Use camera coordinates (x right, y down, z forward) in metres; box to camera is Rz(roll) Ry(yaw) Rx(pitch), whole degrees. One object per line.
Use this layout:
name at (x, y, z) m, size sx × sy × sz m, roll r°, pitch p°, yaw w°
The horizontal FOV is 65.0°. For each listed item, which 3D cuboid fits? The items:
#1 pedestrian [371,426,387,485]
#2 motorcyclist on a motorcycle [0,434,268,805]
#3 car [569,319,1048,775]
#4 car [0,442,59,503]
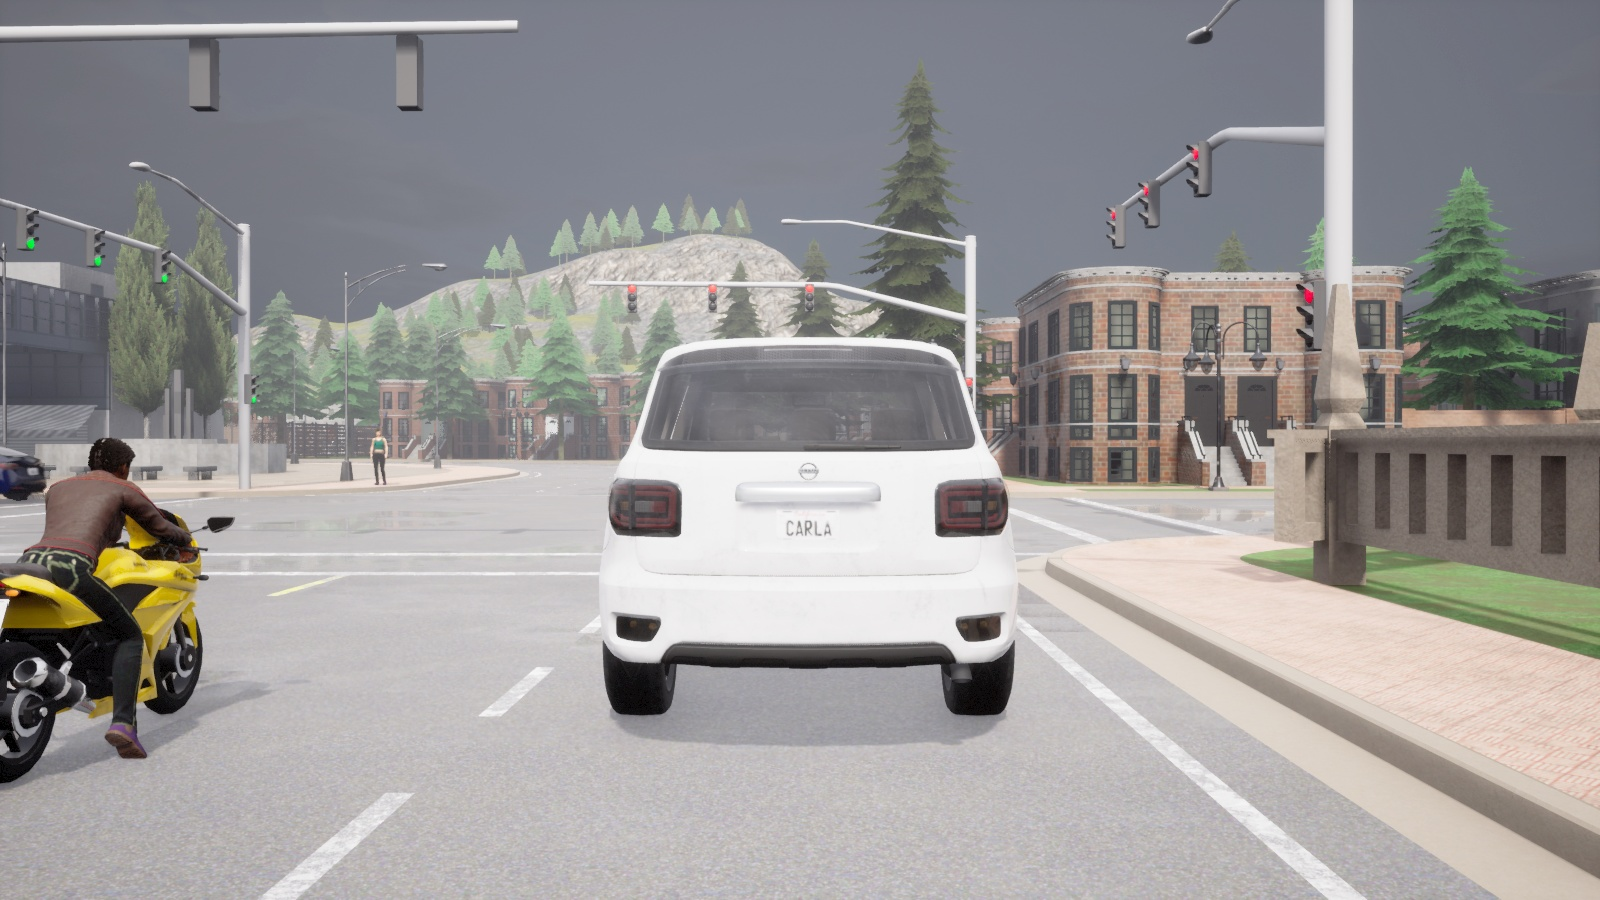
pedestrian at (-13.328, 0.170, 39.745) m, size 0.345 × 1.836 × 0.594 m, roll 0°, pitch 0°, yaw -5°
motorcyclist on a motorcycle at (-3.453, 0.691, 6.178) m, size 0.797 × 1.523 × 2.044 m, roll 0°, pitch 0°, yaw 0°
car at (0.058, 0.418, 8.421) m, size 2.150 × 2.045 × 5.566 m, roll 0°, pitch 0°, yaw 0°
car at (-21.760, 0.550, 31.719) m, size 4.792 × 1.488 × 2.163 m, roll 0°, pitch 0°, yaw 0°
